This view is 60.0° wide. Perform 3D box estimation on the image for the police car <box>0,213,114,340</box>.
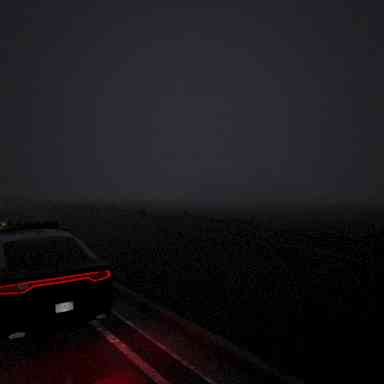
[{"bbox_3d":[-3.346,1.426,6.788,1.930,1.638,5.238,0,0,-37],"label":"police car"}]
